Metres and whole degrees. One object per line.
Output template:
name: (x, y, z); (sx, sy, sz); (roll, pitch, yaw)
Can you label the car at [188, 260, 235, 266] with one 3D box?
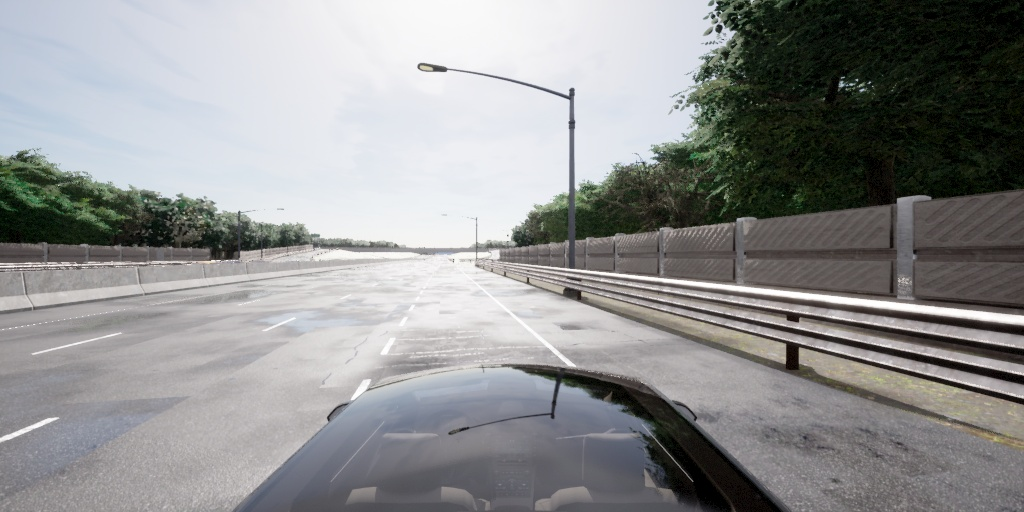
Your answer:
car: (-26.822, 1.243, 31.151); (1.882, 1.535, 5.008); (0, 0, -11)
